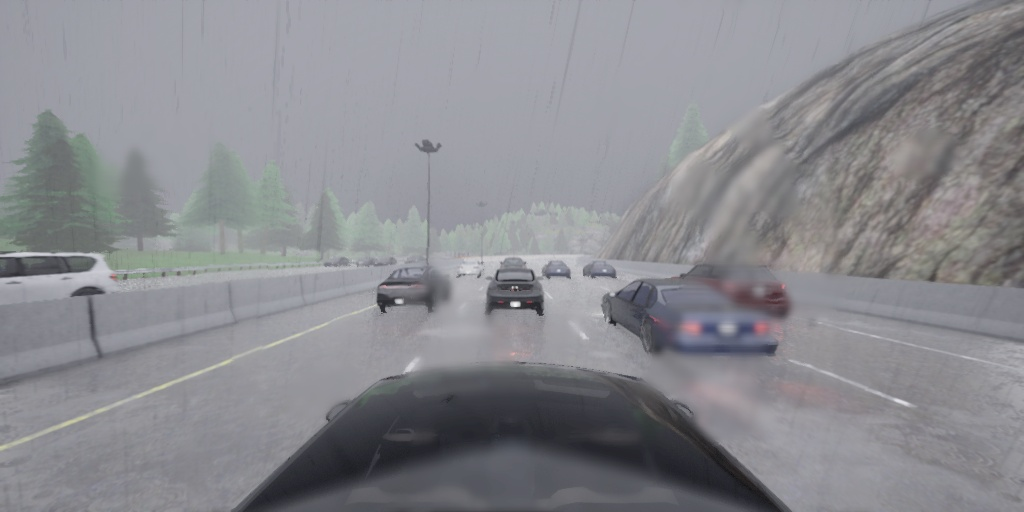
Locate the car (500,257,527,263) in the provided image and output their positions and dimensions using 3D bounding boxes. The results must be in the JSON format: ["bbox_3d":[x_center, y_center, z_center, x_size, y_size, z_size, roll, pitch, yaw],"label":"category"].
[{"bbox_3d":[0.100,0.876,28.733,2.097,1.767,4.553,0,0,0],"label":"car"}]

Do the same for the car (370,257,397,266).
[{"bbox_3d":[-17.521,0.850,50.004,1.837,1.490,4.892,0,1,1],"label":"car"}]

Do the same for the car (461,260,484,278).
[{"bbox_3d":[-3.413,1.038,30.076,1.812,1.442,4.674,0,0,0],"label":"car"}]

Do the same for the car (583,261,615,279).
[{"bbox_3d":[7.100,1.081,29.477,1.994,1.385,4.181,0,0,0],"label":"car"}]

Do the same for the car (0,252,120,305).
[{"bbox_3d":[-14.098,0.907,9.513,2.150,2.045,5.566,0,0,0],"label":"car"}]

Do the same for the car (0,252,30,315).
[{"bbox_3d":[-17.601,0.908,9.491,2.150,2.045,5.566,0,0,0],"label":"car"}]

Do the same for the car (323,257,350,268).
[{"bbox_3d":[-24.508,0.848,50.387,1.837,1.490,4.892,0,0,1],"label":"car"}]

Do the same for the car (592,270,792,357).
[{"bbox_3d":[3.600,1.241,8.487,2.033,1.411,5.357,0,1,0],"label":"car"}]

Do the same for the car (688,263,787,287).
[{"bbox_3d":[7.100,1.012,12.390,2.097,1.767,4.553,0,0,0],"label":"car"}]

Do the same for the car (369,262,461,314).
[{"bbox_3d":[-3.400,1.145,13.297,2.128,1.511,4.902,0,0,0],"label":"car"}]

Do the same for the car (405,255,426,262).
[{"bbox_3d":[-13.977,0.679,52.280,2.097,1.767,4.553,0,1,1],"label":"car"}]

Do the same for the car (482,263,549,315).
[{"bbox_3d":[0.100,1.160,13.029,1.837,1.490,4.892,0,1,0],"label":"car"}]

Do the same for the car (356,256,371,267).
[{"bbox_3d":[-20.970,0.820,52.156,2.128,1.511,4.902,0,0,1],"label":"car"}]

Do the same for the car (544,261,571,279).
[{"bbox_3d":[3.600,1.081,29.560,1.994,1.385,4.181,0,0,0],"label":"car"}]
